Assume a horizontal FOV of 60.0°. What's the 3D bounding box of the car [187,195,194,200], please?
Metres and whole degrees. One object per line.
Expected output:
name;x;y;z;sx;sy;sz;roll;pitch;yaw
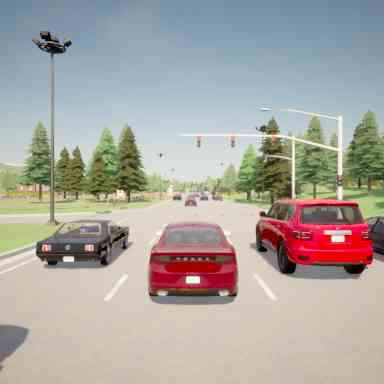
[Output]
car;-0.358;1.427;94.313;1.895;1.301;4.718;0;0;0

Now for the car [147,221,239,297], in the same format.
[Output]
car;0.030;1.478;8.648;1.882;1.535;5.008;0;0;0

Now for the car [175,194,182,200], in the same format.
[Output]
car;-3.858;1.310;94.269;1.882;1.535;5.008;0;0;0

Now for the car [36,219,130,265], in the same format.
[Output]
car;-3.463;1.601;11.582;1.895;1.301;4.718;0;0;0

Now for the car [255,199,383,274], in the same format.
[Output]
car;3.533;1.221;10.698;2.150;2.045;5.566;0;0;0

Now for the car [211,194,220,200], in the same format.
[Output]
car;6.642;1.372;94.309;2.033;1.411;5.357;0;0;0

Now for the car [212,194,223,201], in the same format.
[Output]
car;6.682;1.516;83.889;2.128;1.511;4.902;0;0;0

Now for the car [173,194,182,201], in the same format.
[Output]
car;-3.818;1.469;83.849;1.882;1.535;5.008;0;0;0

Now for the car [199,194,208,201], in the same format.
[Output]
car;3.180;1.516;84.293;1.812;1.442;4.674;0;0;0

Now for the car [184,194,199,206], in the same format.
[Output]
car;-0.201;1.525;53.250;1.812;1.442;4.674;0;0;0
